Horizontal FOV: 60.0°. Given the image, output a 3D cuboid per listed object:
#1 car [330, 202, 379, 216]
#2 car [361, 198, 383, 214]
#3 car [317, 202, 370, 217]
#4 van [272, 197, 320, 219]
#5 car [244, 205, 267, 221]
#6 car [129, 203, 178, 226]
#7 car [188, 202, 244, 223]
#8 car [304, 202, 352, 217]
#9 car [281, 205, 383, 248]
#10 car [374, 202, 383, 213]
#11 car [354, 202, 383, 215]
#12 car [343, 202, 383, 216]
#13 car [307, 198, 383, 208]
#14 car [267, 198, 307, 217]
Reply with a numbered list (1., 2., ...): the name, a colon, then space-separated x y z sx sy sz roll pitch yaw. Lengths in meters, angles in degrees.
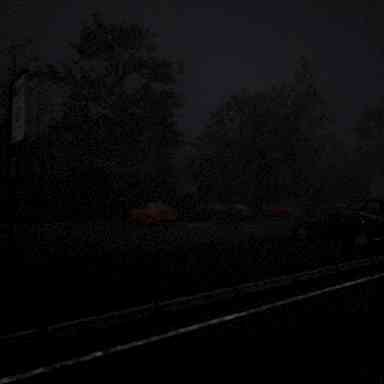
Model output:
1. car: 19.739 2.016 40.595 2.097 1.535 5.008 1 -1 -36
2. car: 26.548 1.920 45.439 2.435 2.045 5.566 1 -1 -36
3. car: 17.578 1.962 38.827 1.946 1.575 5.366 1 -1 -36
4. van: 10.608 1.586 34.216 1.878 1.987 4.442 1 -1 -36
5. car: 3.875 1.715 29.272 2.002 1.452 4.674 1 -1 -35
6. car: -2.923 1.566 24.417 2.097 1.535 5.008 1 0 -35
7. car: 1.605 1.634 27.657 2.097 1.535 5.008 1 0 -35
8. car: 15.206 1.954 37.356 2.002 1.452 4.674 1 -1 -36
9. car: 6.918 1.600 15.368 2.231 1.521 4.892 1 -1 -35
10. car: 28.796 2.226 47.076 2.097 1.535 5.008 1 -1 -36
11. car: 24.247 2.148 43.863 2.163 1.488 4.792 1 -1 -36
12. car: 22.017 2.097 42.195 2.163 1.488 4.792 1 -1 -36
13. car: 9.182 1.384 17.024 2.435 2.045 5.566 1 -1 -35
14. car: 8.429 1.638 32.480 2.185 1.767 4.553 1 -1 -36
